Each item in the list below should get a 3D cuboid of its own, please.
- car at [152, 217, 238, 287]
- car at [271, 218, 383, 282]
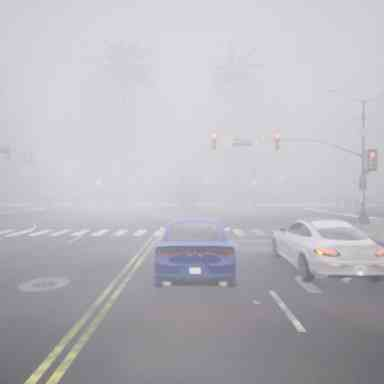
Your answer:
[{"bbox_3d":[0.079,1.407,9.129,1.882,1.535,5.008,0,0,0],"label":"car"},{"bbox_3d":[3.581,1.453,9.374,1.812,1.442,4.674,0,0,0],"label":"car"}]
